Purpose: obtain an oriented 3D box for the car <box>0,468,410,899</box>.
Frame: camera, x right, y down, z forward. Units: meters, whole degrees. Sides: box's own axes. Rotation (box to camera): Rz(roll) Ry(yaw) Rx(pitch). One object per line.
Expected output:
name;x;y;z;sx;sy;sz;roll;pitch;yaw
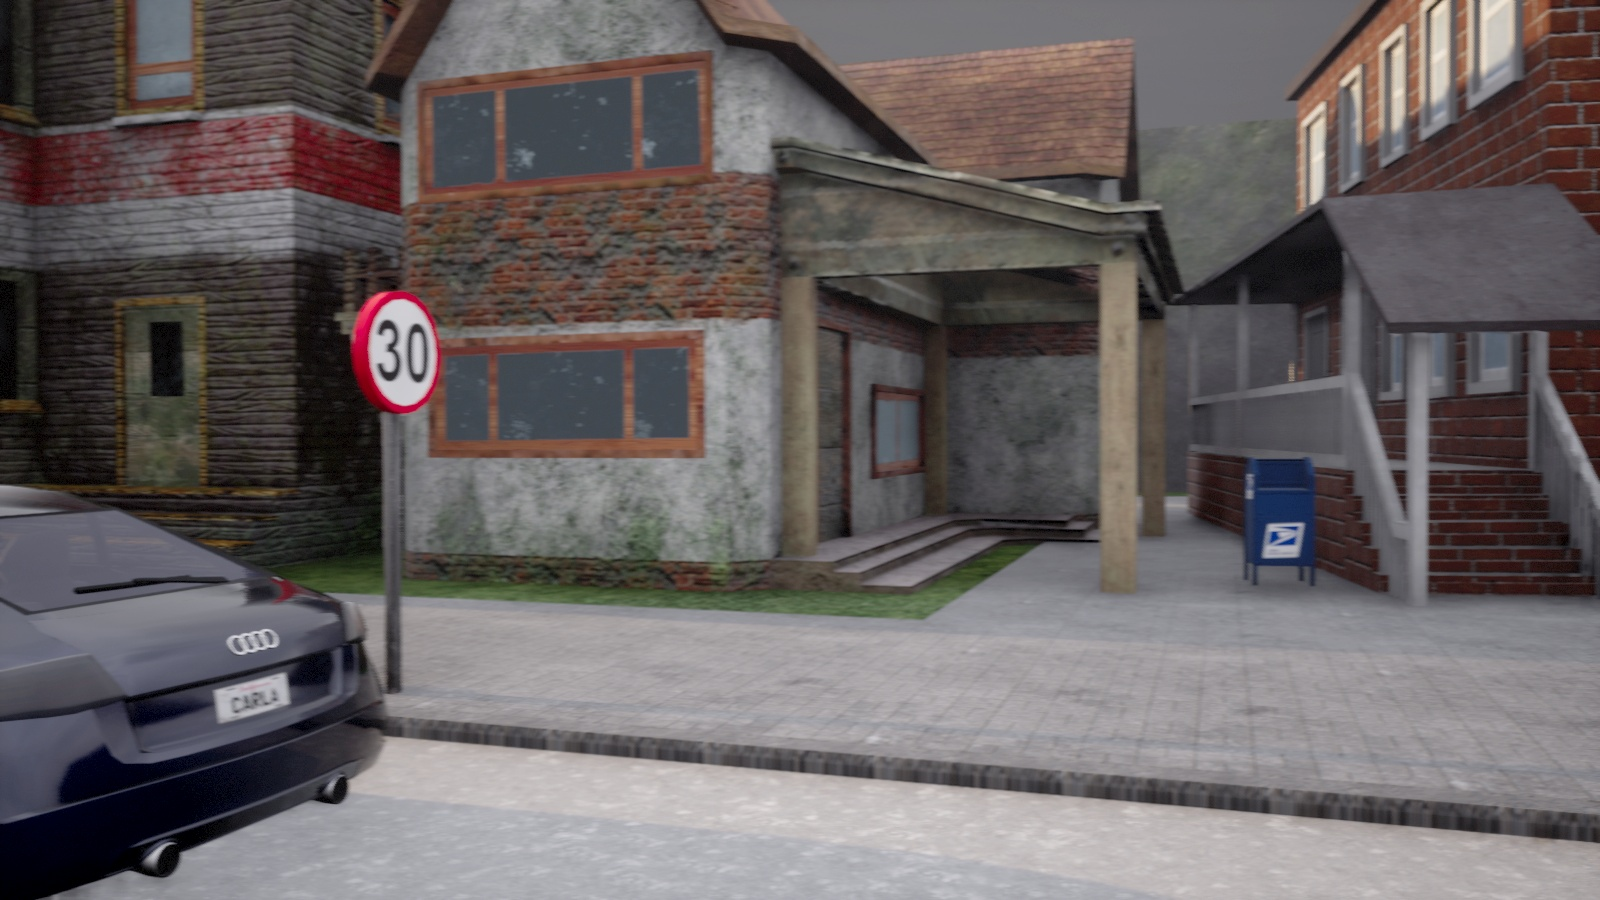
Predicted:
car;-3.955;0.795;5.052;4.181;1.385;1.994;1;1;19
